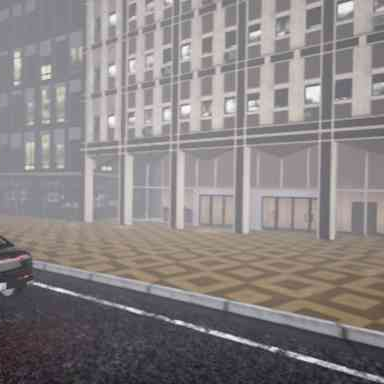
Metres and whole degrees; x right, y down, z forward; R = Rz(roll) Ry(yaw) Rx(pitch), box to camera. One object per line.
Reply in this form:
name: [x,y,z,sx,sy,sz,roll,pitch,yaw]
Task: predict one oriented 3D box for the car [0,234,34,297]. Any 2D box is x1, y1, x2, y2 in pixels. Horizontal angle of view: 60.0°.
car: [-5.466,1.484,7.267,4.902,1.511,2.128,0,0,34]
